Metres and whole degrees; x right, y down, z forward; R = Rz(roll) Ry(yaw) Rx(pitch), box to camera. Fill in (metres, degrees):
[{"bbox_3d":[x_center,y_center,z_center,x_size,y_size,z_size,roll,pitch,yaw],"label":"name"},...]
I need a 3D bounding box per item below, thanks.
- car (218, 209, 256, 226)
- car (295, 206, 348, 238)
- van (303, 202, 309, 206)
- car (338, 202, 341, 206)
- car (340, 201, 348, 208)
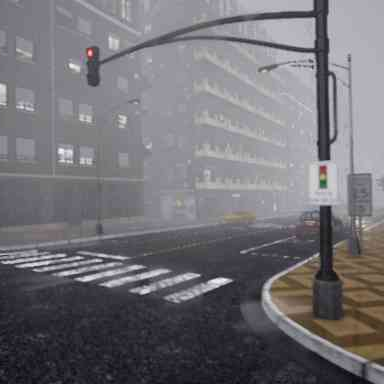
[{"bbox_3d":[3.960,2.159,29.028,1.752,1.417,4.829,-3,-2,35],"label":"car"},{"bbox_3d":[7.598,1.811,19.768,1.967,1.590,4.097,-3,-2,35],"label":"car"},{"bbox_3d":[17.077,2.333,47.641,1.690,1.788,3.998,-3,-2,35],"label":"van"},{"bbox_3d":[23.592,2.715,56.868,1.887,1.381,4.507,-3,-2,35],"label":"car"},{"bbox_3d":[30.099,2.663,66.110,2.192,1.841,5.009,-3,-2,35],"label":"car"}]
